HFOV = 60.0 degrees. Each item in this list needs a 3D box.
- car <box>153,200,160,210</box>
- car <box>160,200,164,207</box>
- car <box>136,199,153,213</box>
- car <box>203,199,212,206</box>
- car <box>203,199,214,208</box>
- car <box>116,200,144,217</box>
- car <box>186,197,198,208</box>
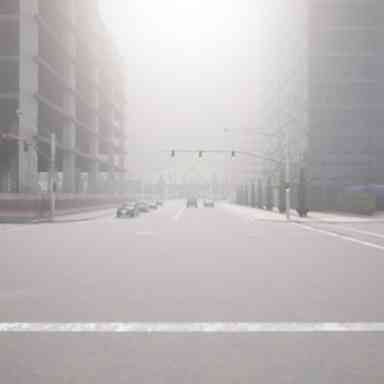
[{"bbox_3d":[-7.076,2.319,56.925,1.994,1.385,4.181,0,-1,1],"label":"car"},{"bbox_3d":[-7.006,2.418,70.406,1.895,1.301,4.718,0,-1,0],"label":"car"},{"bbox_3d":[-7.090,2.120,46.458,1.837,1.490,4.892,0,0,0],"label":"car"},{"bbox_3d":[3.493,2.421,77.427,1.837,1.490,4.892,0,-1,0],"label":"car"},{"bbox_3d":[3.494,2.418,67.384,1.812,1.442,4.674,0,-1,0],"label":"car"},{"bbox_3d":[-7.091,1.984,37.077,2.128,1.511,4.902,0,-1,0],"label":"car"},{"bbox_3d":[-0.006,2.106,66.808,2.150,2.045,5.566,0,-1,0],"label":"car"}]
